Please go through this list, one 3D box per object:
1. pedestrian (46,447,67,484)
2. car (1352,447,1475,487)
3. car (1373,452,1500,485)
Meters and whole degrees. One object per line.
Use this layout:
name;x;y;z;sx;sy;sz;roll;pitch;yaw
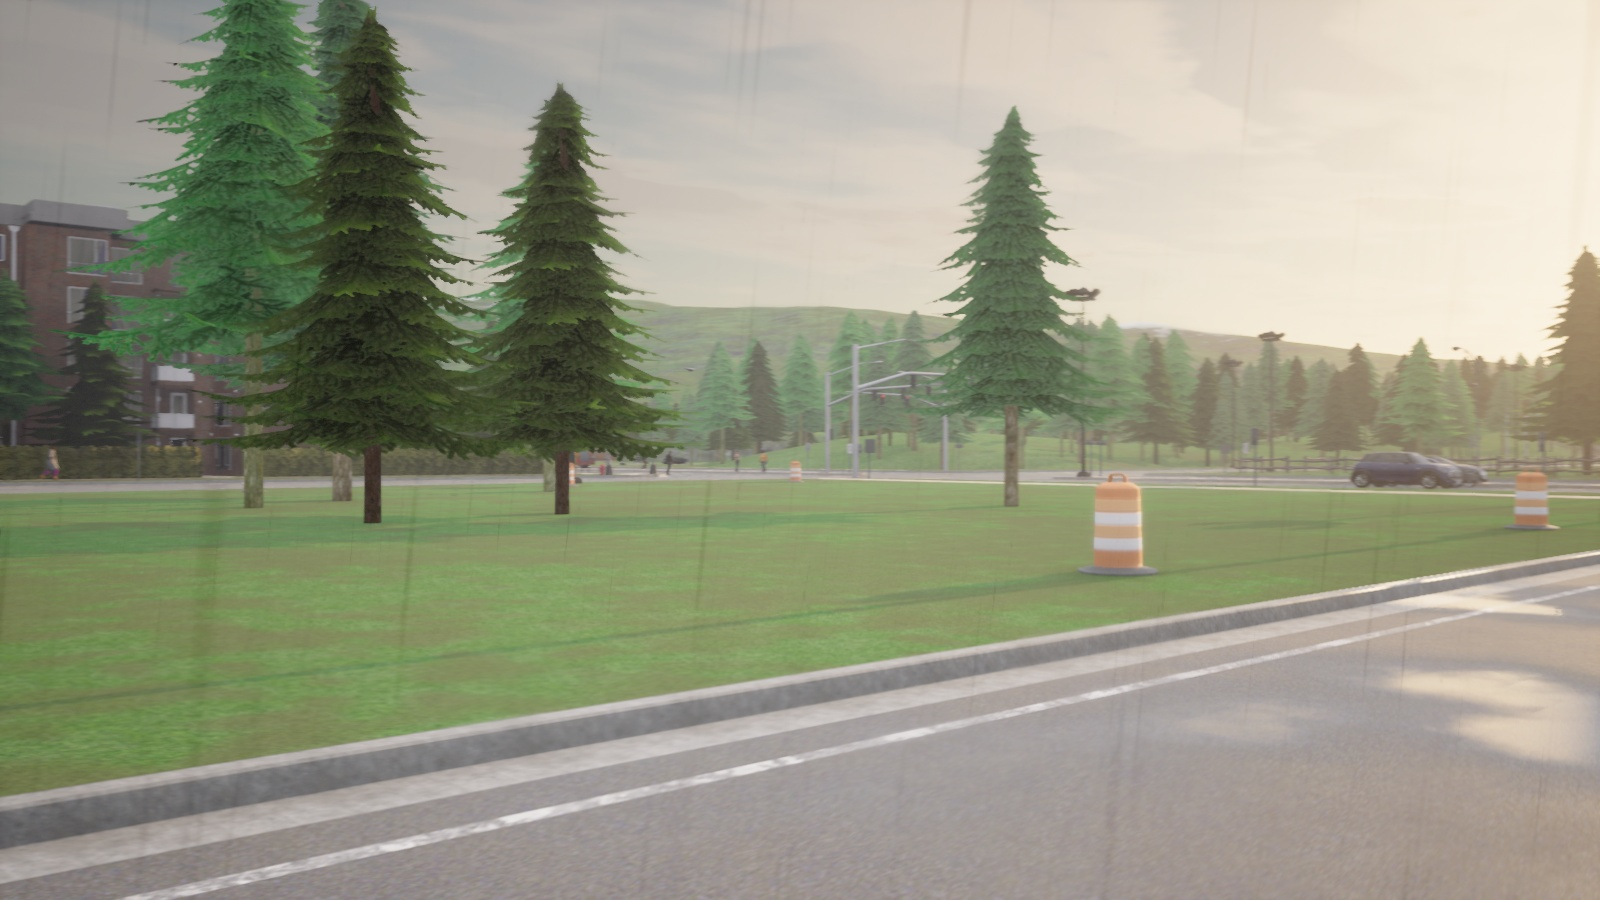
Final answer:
pedestrian;-39.329;0.801;66.430;0.873;1.952;0.659;0;0;-41
car;27.768;0.754;56.917;2.097;1.767;4.553;0;0;-41
car;30.119;0.855;59.548;2.128;1.511;4.902;0;0;-41
